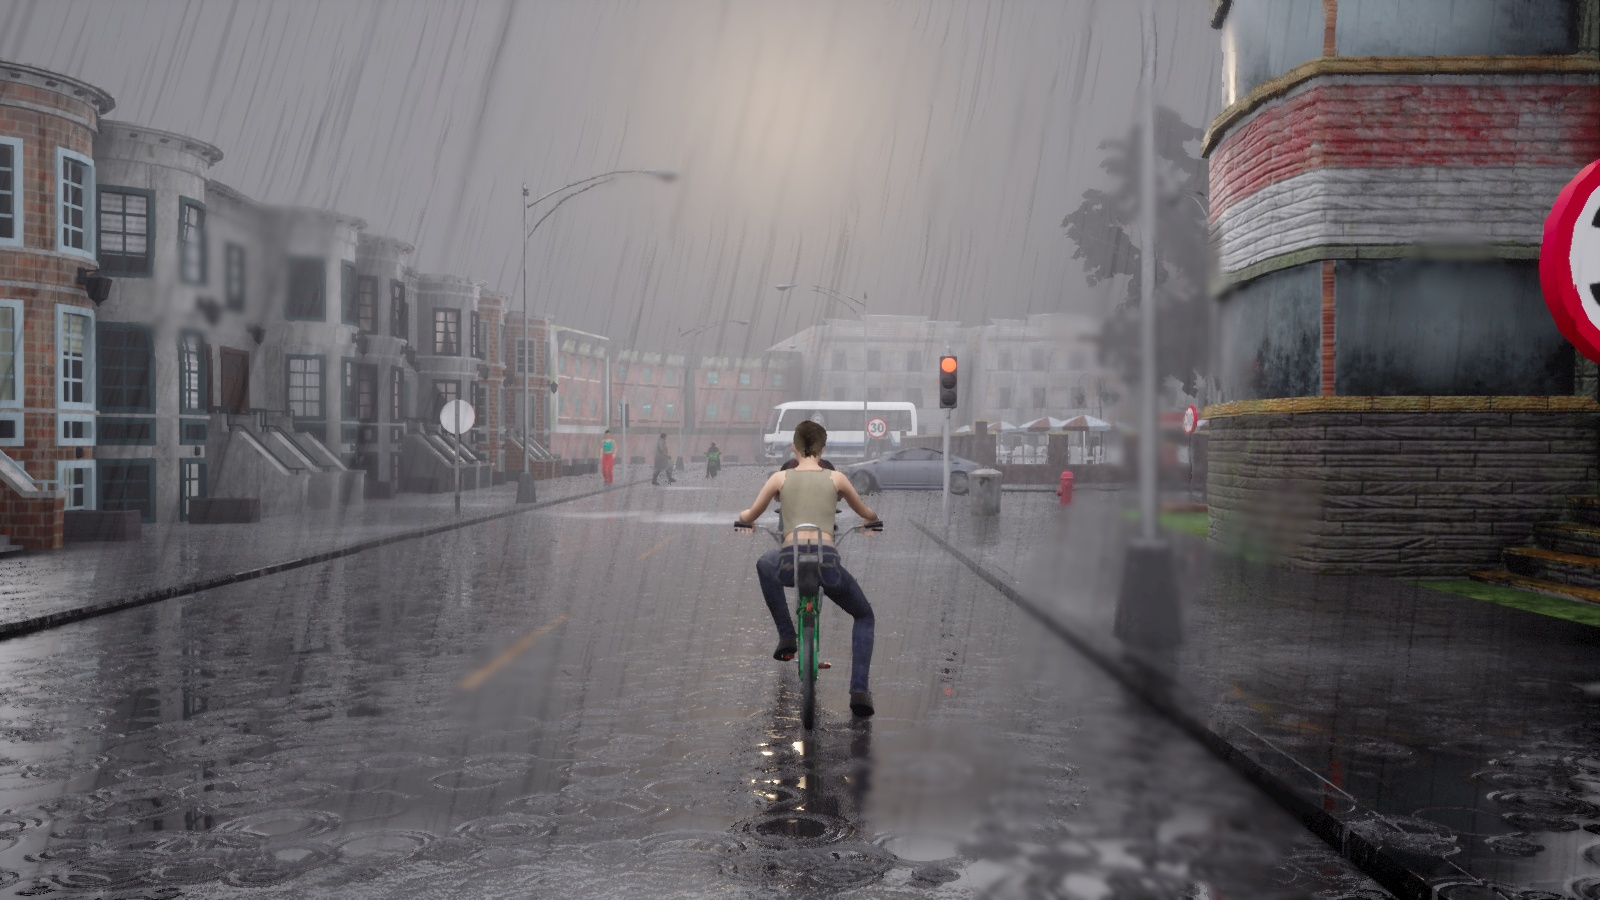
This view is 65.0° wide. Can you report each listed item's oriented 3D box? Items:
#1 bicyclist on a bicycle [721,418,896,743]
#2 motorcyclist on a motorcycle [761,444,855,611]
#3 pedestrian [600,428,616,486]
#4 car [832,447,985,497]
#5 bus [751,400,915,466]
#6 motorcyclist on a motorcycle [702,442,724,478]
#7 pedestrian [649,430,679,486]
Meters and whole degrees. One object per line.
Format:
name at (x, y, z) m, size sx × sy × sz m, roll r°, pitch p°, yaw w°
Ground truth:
bicyclist on a bicycle at (0.047, 0.643, 6.991) m, size 0.866 × 1.612 × 1.509 m, roll 0°, pitch 0°, yaw 0°
motorcyclist on a motorcycle at (0.080, 0.710, 12.643) m, size 0.866 × 1.530 × 2.191 m, roll 0°, pitch 0°, yaw 0°
pedestrian at (-6.124, 0.225, 39.990) m, size 0.345 × 1.836 × 0.594 m, roll 0°, pitch 0°, yaw 9°
car at (3.170, 0.607, 36.424) m, size 4.181 × 1.385 × 1.994 m, roll 0°, pitch 0°, yaw 13°
bus at (2.170, -1.108, 83.744) m, size 10.273 × 4.253 × 3.944 m, roll 0°, pitch 1°, yaw -12°
motorcyclist on a motorcycle at (-3.723, 0.420, 54.162) m, size 0.797 × 1.523 × 2.044 m, roll 0°, pitch 0°, yaw 0°
pedestrian at (-4.808, 0.282, 44.425) m, size 0.873 × 1.952 × 0.659 m, roll 0°, pitch 0°, yaw 13°
